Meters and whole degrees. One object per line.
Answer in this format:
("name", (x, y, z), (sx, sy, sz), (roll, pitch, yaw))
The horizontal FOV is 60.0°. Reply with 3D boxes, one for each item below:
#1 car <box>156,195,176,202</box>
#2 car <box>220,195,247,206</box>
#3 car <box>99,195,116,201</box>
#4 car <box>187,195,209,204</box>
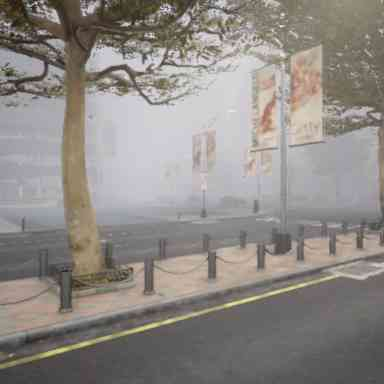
("car", (-5.351, 1.285, 67.598), (4.902, 1.511, 2.128), (0, 0, 44))
("car", (6.410, 1.269, 51.994), (1.882, 1.535, 5.008), (0, 0, -35))
("car", (-20.827, 1.415, 80.255), (4.718, 1.301, 1.895), (0, 0, 12))
("car", (0.986, 1.268, 59.655), (1.882, 1.535, 5.008), (0, 0, -35))
